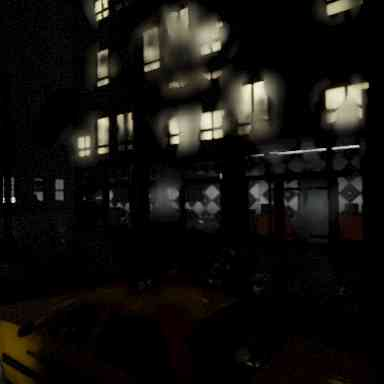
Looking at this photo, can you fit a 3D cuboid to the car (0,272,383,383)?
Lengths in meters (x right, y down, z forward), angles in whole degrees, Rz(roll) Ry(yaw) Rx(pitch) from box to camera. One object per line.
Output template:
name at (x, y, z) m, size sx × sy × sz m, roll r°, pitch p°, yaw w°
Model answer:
car at (-0.660, 1.543, 3.528) m, size 4.829 × 1.417 × 1.752 m, roll 0°, pitch -1°, yaw 36°
